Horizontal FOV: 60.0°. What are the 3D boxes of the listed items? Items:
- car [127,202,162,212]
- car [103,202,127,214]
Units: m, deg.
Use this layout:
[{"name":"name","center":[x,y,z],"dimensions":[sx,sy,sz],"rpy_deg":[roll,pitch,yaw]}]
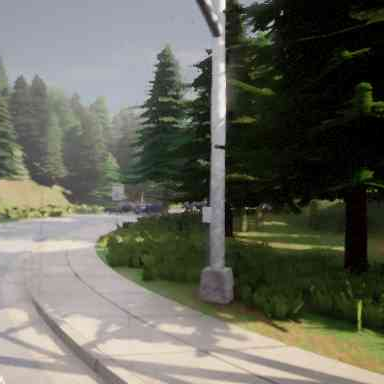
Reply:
[{"name":"car","center":[-4.913,1.852,37.924],"dimensions":[1.812,1.442,4.674],"rpy_deg":[0,-1,26]},{"name":"car","center":[-8.224,1.866,40.052],"dimensions":[2.033,1.411,5.357],"rpy_deg":[0,-1,27]}]
